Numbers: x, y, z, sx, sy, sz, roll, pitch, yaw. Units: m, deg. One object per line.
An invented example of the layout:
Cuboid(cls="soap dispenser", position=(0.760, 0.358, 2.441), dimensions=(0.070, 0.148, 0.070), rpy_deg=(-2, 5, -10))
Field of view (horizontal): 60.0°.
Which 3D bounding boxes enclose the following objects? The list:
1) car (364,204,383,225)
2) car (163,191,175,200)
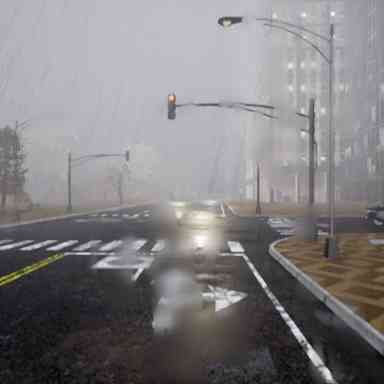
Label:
Cuboid(cls="car", position=(13.095, 1.342, 20.135), dimensions=(4.902, 1.511, 2.128), rpy_deg=(0, 0, 5))
Cuboid(cls="car", position=(-5.051, 0.804, 73.917), dimensions=(2.150, 2.045, 5.566), rpy_deg=(0, 0, 4))
